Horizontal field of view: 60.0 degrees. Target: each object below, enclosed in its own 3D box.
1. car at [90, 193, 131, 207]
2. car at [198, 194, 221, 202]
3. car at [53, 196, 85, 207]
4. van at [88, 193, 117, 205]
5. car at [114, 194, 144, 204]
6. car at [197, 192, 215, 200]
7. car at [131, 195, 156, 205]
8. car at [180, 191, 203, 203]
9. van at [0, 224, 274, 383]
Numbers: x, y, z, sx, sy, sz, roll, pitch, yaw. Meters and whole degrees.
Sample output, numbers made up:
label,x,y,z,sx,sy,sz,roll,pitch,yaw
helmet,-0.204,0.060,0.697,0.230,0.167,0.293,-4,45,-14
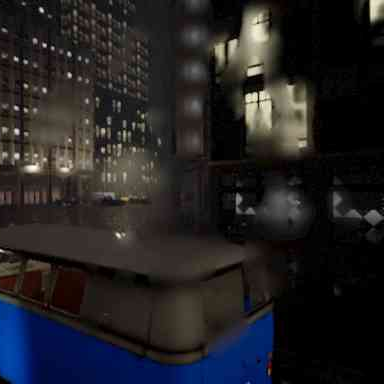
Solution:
label,x,y,z,sx,sy,sz,roll,pitch,yaw
car,-10.140,1.159,41.076,1.887,1.381,4.507,0,0,36
car,3.183,0.993,59.272,2.008,1.369,4.403,0,0,36
car,-16.925,1.266,45.994,1.947,1.339,4.313,0,0,36
van,-13.594,0.999,50.543,1.690,1.788,3.998,0,0,36
car,-10.362,1.142,54.958,1.752,1.417,4.829,0,0,36
car,3.067,0.881,73.298,1.967,1.590,4.097,0,0,36
car,-6.809,1.122,45.625,2.008,1.369,4.403,0,0,36
car,-0.149,0.801,54.722,2.192,1.841,5.009,0,0,36
van,-1.111,1.332,3.683,3.998,1.788,1.690,0,-1,36
